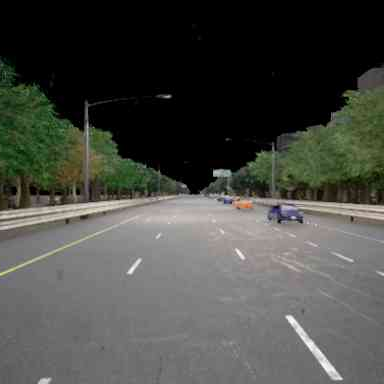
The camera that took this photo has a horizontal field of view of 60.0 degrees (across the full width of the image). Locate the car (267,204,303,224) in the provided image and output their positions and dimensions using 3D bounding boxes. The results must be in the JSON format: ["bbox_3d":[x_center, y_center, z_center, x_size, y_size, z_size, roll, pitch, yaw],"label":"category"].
[{"bbox_3d":[7.030,1.619,25.299,1.812,1.442,4.674,0,0,0],"label":"car"}]

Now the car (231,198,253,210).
[{"bbox_3d":[7.109,1.546,46.454,2.097,1.767,4.553,0,0,0],"label":"car"}]

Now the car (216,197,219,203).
[{"bbox_3d":[7.379,1.915,85.015,1.837,1.490,4.892,0,0,1],"label":"car"}]

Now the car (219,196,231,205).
[{"bbox_3d":[7.240,1.797,68.006,1.882,1.535,5.008,0,0,0],"label":"car"}]
